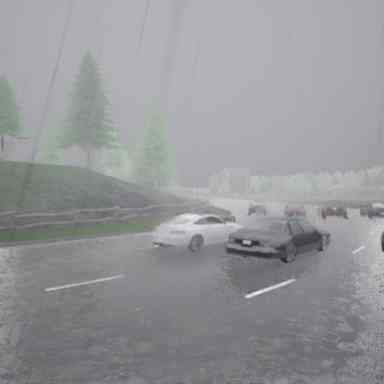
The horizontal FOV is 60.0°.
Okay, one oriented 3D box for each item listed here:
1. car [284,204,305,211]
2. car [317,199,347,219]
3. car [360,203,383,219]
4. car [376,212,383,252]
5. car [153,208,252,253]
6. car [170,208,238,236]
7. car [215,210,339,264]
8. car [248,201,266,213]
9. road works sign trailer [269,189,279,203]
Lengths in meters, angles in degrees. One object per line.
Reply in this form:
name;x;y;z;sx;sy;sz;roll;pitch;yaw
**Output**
car;9.854;1.801;32.077;1.895;1.301;4.718;0;0;15
car;13.149;1.536;31.415;2.097;1.767;4.553;0;0;15
car;16.826;1.690;30.527;1.812;1.442;4.674;0;0;15
car;8.995;1.632;13.506;1.994;1.385;4.181;0;0;36
car;0.395;1.630;14.258;1.812;1.442;4.674;-1;0;42
car;0.904;1.749;20.435;1.895;1.301;4.718;0;-1;35
car;3.383;1.628;12.292;2.033;1.411;5.357;-1;0;41
car;7.184;1.769;36.702;1.812;1.442;4.674;0;0;9
road works sign trailer;20.310;1.000;83.311;2.380;3.560;2.880;0;0;-2
